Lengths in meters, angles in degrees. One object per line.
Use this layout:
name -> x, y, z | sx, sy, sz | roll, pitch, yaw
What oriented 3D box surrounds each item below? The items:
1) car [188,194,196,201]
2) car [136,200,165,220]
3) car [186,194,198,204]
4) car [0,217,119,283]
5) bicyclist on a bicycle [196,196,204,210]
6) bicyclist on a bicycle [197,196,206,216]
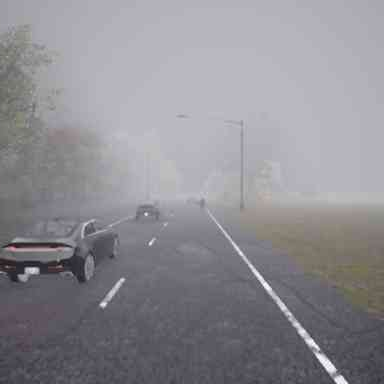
car -> -0.004, 1.208, 75.350 | 1.812, 1.442, 4.674 | 0, 0, 0
car -> -3.403, 1.389, 27.189 | 1.837, 1.490, 4.892 | 0, 0, 0
car -> 0.041, 1.319, 58.369 | 1.994, 1.385, 4.181 | 0, 0, 1
car -> -3.400, 1.451, 9.494 | 2.128, 1.511, 4.902 | 0, 0, 0
bicyclist on a bicycle -> 0.980, 1.269, 39.552 | 0.866, 1.612, 1.509 | 0, 0, 0
bicyclist on a bicycle -> 0.963, 1.327, 29.670 | 0.582, 1.620, 1.656 | 0, 0, 0
